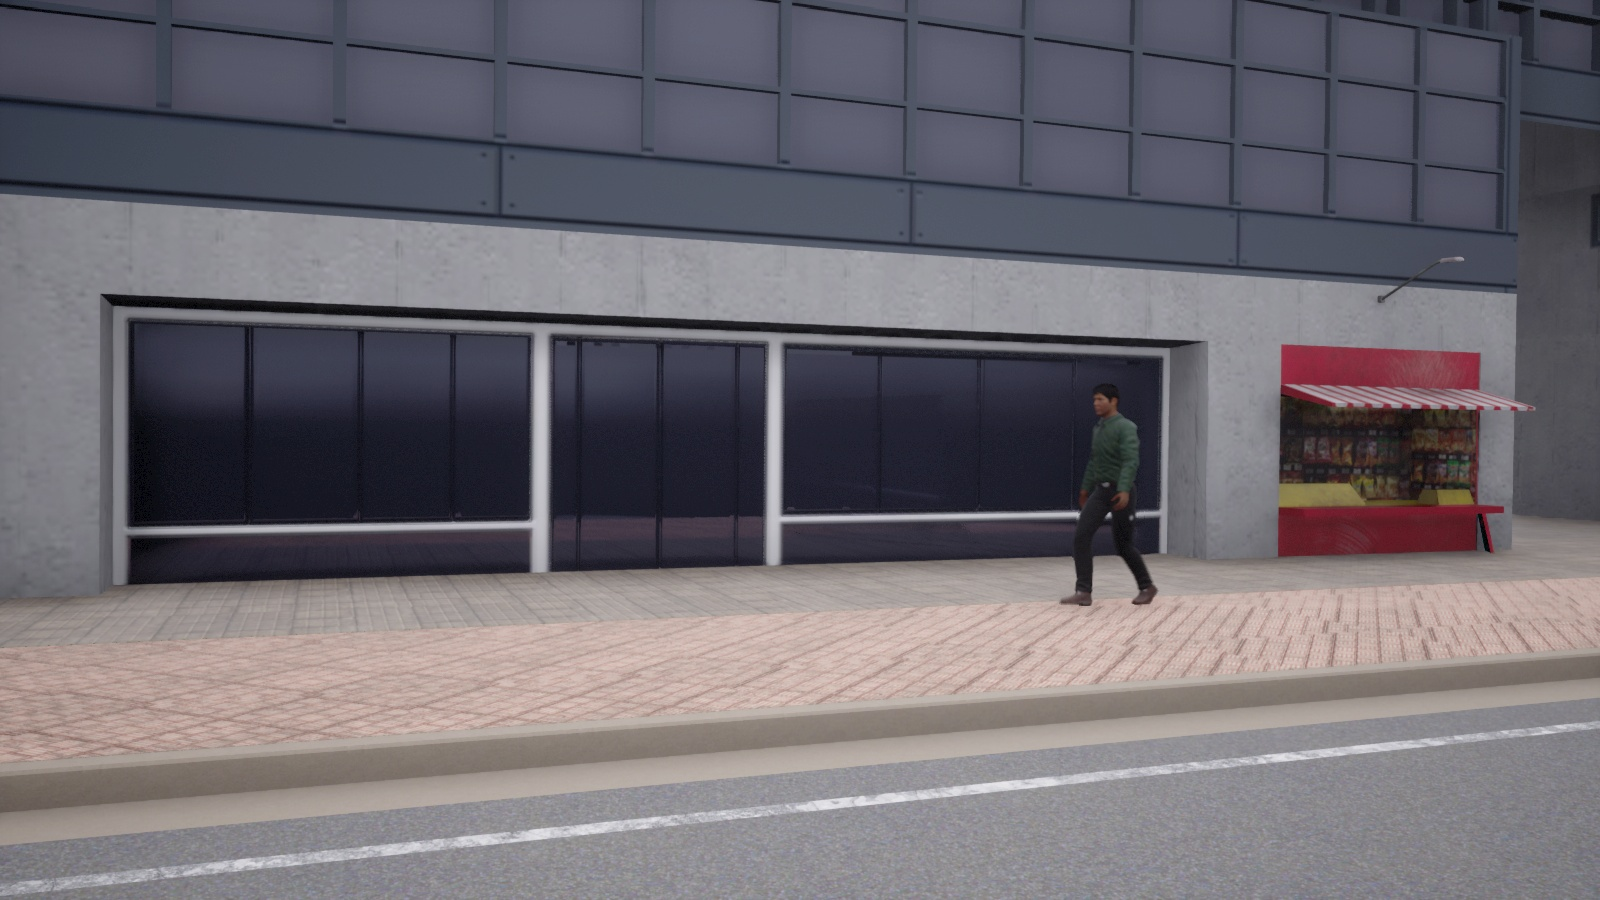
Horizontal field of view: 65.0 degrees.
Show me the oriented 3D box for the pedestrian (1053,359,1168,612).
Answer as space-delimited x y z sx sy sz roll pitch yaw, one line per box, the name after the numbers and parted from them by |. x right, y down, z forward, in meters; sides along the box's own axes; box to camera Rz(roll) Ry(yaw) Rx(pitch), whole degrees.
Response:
2.479 0.267 10.033 0.788 1.949 0.423 -1 1 -23 | pedestrian
